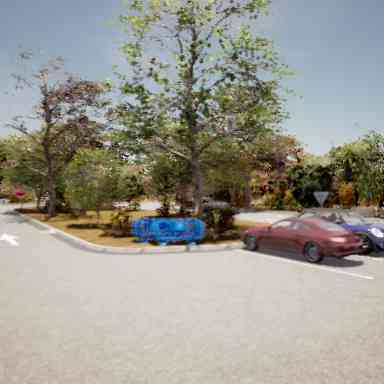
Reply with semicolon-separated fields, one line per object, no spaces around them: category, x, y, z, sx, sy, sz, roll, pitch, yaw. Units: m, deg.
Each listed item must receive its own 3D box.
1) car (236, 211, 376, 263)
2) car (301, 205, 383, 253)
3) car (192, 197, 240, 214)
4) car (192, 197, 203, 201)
car;3.992;1.667;12.636;2.002;1.452;4.674;1;-1;-35
car;6.547;1.552;14.517;2.185;1.767;4.553;1;-1;-35
car;2.678;1.665;34.806;2.033;1.411;5.357;-2;2;-35
car;1.161;1.419;42.322;2.128;1.511;4.902;-2;2;-36
